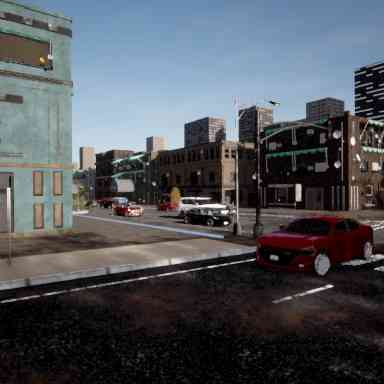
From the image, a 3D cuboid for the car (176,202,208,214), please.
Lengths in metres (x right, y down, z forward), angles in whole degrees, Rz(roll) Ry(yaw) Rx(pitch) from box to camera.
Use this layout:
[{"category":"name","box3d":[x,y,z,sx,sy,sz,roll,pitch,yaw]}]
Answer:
[{"category":"car","box3d":[-0.074,1.904,41.137,1.802,1.307,4.206,-2,0,-36]}]

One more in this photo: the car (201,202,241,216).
[{"category":"car","box3d":[3.145,1.809,36.634,2.008,1.369,4.403,-2,0,-36]}]

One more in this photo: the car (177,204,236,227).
[{"category":"car","box3d":[1.084,1.814,24.902,1.947,1.339,4.313,-2,0,-36]}]

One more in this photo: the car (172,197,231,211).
[{"category":"car","box3d":[0.858,1.493,29.893,2.150,2.045,5.566,-1,-1,-35]}]

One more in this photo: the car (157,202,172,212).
[{"category":"car","box3d":[-3.293,1.966,45.638,1.802,1.307,4.206,-2,0,-36]}]

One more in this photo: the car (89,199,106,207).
[{"category":"car","box3d":[-19.395,2.228,68.148,1.887,1.381,4.507,-1,0,-36]}]

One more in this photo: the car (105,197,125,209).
[{"category":"car","box3d":[-13.428,2.066,55.370,1.837,1.490,4.892,-1,0,-36]}]

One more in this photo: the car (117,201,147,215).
[{"category":"car","box3d":[-7.627,1.962,41.782,1.812,1.442,4.674,-1,1,-36]}]

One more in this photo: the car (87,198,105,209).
[{"category":"car","box3d":[-16.348,1.693,54.114,1.882,1.535,5.008,-1,0,-36]}]

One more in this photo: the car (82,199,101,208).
[{"category":"car","box3d":[-19.206,2.159,63.449,2.128,1.511,4.902,-1,0,-36]}]

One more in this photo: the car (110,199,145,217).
[{"category":"car","box3d":[-6.892,1.846,36.259,1.967,1.590,4.097,-1,0,-36]}]

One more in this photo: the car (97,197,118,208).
[{"category":"car","box3d":[-16.180,1.940,63.646,2.192,1.841,5.009,-1,0,-36]}]

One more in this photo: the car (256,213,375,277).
[{"category":"car","box3d":[4.045,1.477,10.541,5.008,1.535,1.882,0,1,-42]}]
